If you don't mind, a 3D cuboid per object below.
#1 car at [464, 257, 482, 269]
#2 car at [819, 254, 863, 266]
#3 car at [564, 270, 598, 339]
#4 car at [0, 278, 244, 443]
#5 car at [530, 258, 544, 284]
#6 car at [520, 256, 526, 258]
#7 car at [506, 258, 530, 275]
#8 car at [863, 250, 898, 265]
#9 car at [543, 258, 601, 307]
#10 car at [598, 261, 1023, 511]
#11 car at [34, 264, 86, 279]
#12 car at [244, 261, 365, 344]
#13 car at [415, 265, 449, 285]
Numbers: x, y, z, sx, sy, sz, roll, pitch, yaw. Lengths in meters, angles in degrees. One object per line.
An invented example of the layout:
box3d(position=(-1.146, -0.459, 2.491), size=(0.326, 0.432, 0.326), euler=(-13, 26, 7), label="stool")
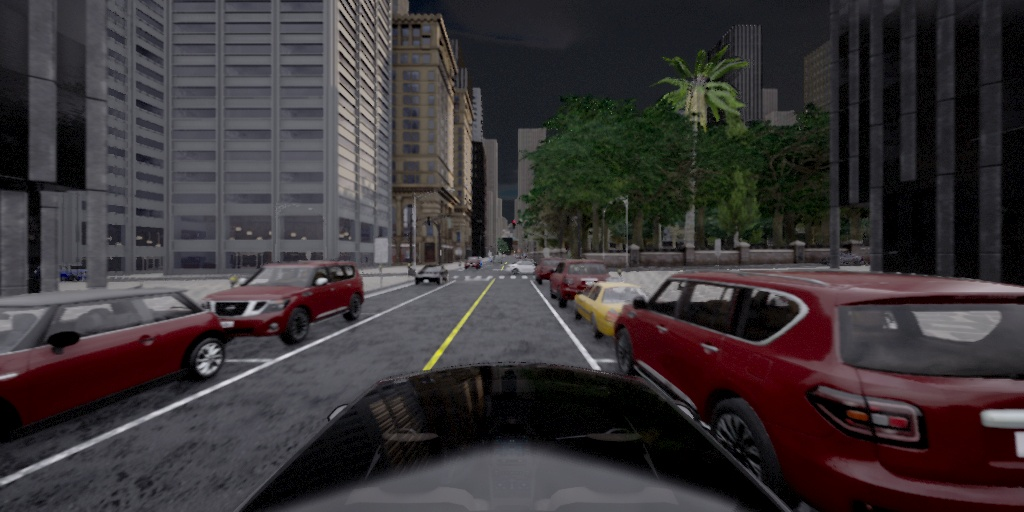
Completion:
box3d(position=(-5.759, 1.000, 52.787), size=(2.192, 1.841, 5.009), euler=(0, 0, 0), label="car")
box3d(position=(37.826, 0.418, 41.108), size=(4.181, 1.385, 1.994), euler=(-1, 0, 0), label="car")
box3d(position=(2.763, 1.272, 9.916), size=(1.751, 1.417, 4.829), euler=(0, 0, 0), label="car")
box3d(position=(-5.762, 1.188, 4.274), size=(1.967, 1.591, 4.097), euler=(0, 0, 0), label="car")
box3d(position=(2.764, 1.048, 26.208), size=(2.192, 1.841, 5.009), euler=(0, 0, 0), label="car")
box3d(position=(2.767, 1.101, 63.608), size=(1.967, 1.591, 4.097), euler=(0, 0, 0), label="car")
box3d(position=(1.666, 1.252, 38.199), size=(4.674, 1.442, 1.812), euler=(0, 1, 0), label="car")
box3d(position=(40.832, 0.136, 38.020), size=(4.553, 1.767, 2.097), euler=(-1, 0, 0), label="car")
box3d(position=(2.764, 1.058, 15.233), size=(2.192, 1.841, 5.009), euler=(0, 0, 0), label="car")
box3d(position=(2.763, 1.064, 4.259), size=(2.192, 1.841, 5.009), euler=(0, 0, 0), label="car")
box3d(position=(-47.488, 1.880, 38.446), size=(5.566, 2.045, 2.150), euler=(-1, 0, 0), label="car")
box3d(position=(-5.762, 1.061, 9.761), size=(2.192, 1.841, 5.009), euler=(0, 0, 0), label="car")
box3d(position=(-5.761, 1.299, 26.226), size=(1.948, 1.339, 4.313), euler=(0, 0, 0), label="car")
